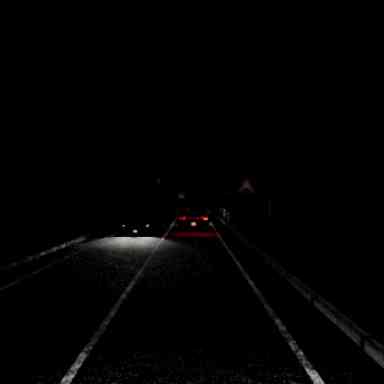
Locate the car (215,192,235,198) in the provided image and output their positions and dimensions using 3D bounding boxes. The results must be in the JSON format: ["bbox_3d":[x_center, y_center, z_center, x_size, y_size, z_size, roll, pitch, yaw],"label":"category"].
[{"bbox_3d":[8.170,0.747,83.017,4.674,1.452,2.002,0,2,-1],"label":"car"}]

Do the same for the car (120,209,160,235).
[{"bbox_3d":[-3.050,1.760,20.643,2.033,1.411,5.357,0,-1,1],"label":"car"}]

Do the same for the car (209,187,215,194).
[{"bbox_3d":[8.131,0.268,88.515,5.566,2.045,2.435,0,2,-1],"label":"car"}]

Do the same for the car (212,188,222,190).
[{"bbox_3d":[8.102,0.486,85.764,4.553,1.767,2.185,0,2,-1],"label":"car"}]

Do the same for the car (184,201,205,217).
[{"bbox_3d":[0.330,1.811,36.664,2.033,1.411,5.357,0,0,3],"label":"car"}]

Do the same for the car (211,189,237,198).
[{"bbox_3d":[8.013,0.803,80.257,5.366,1.575,1.946,0,2,-1],"label":"car"}]

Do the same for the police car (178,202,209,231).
[{"bbox_3d":[0.098,1.748,22.549,2.038,1.542,4.974,0,1,0],"label":"police car"}]
